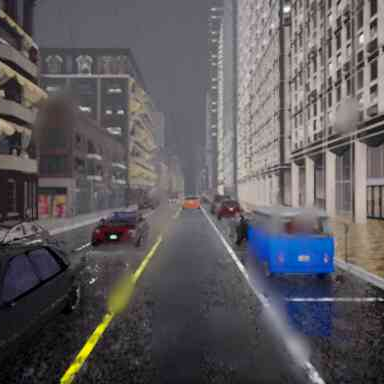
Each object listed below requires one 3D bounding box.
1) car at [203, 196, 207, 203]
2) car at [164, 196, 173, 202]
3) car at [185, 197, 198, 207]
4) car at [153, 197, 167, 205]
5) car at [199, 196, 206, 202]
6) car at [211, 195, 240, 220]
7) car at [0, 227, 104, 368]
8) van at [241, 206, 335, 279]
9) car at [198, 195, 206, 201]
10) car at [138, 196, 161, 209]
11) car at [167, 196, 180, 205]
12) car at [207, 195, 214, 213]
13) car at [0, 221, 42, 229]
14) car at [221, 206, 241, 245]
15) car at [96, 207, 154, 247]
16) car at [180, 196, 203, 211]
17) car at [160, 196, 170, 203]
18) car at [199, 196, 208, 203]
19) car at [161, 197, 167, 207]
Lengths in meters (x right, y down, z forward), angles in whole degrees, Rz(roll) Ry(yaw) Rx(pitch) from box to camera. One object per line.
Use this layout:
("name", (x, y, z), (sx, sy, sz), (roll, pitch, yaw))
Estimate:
("car", (2.604, 1.721, 66.300), (1.802, 1.307, 4.206), (0, 0, 0))
("car", (-5.799, 1.739, 83.236), (1.887, 1.381, 4.507), (0, 0, 0))
("car", (-0.071, 1.566, 53.063), (2.033, 1.411, 5.357), (0, 0, 0))
("car", (-5.768, 1.682, 60.641), (2.008, 1.369, 4.403), (0, 0, 0))
("car", (2.581, 1.769, 83.247), (1.802, 1.307, 4.206), (0, 0, 0))
("car", (3.077, 1.403, 28.344), (2.097, 1.767, 4.553), (0, 0, 0))
("car", (-3.104, 1.559, 4.953), (2.033, 1.411, 5.357), (0, 0, 0))
("van", (2.679, 1.356, 9.815), (1.690, 1.788, 3.998), (0, 0, 0))
("car", (2.574, 1.644, 88.895), (1.967, 1.590, 4.097), (0, 0, 0))
("car", (-5.746, 1.407, 43.696), (2.192, 1.841, 5.009), (0, 0, 0))
("car", (-3.120, 1.481, 60.487), (2.097, 1.767, 4.553), (0, 0, 0))
("car", (3.061, 1.294, 35.404), (2.150, 2.045, 5.566), (0, 0, 0))
("car", (-5.701, 1.573, 9.804), (2.008, 1.369, 4.403), (0, 0, 0))
("car", (2.672, 1.576, 15.463), (2.008, 1.369, 4.403), (0, 0, 0))
("car", (-3.104, 1.594, 15.123), (1.994, 1.385, 4.181), (0, 0, 0))
("car", (-0.055, 1.358, 42.680), (2.097, 1.767, 4.553), (0, 0, 0))
("car", (-5.784, 1.686, 71.768), (1.752, 1.417, 4.829), (0, 0, 0))
("car", (2.589, 1.736, 77.597), (1.947, 1.339, 4.313), (0, 0, 0))
("car", (-5.761, 1.684, 54.993), (1.947, 1.339, 4.313), (0, 0, 0))
